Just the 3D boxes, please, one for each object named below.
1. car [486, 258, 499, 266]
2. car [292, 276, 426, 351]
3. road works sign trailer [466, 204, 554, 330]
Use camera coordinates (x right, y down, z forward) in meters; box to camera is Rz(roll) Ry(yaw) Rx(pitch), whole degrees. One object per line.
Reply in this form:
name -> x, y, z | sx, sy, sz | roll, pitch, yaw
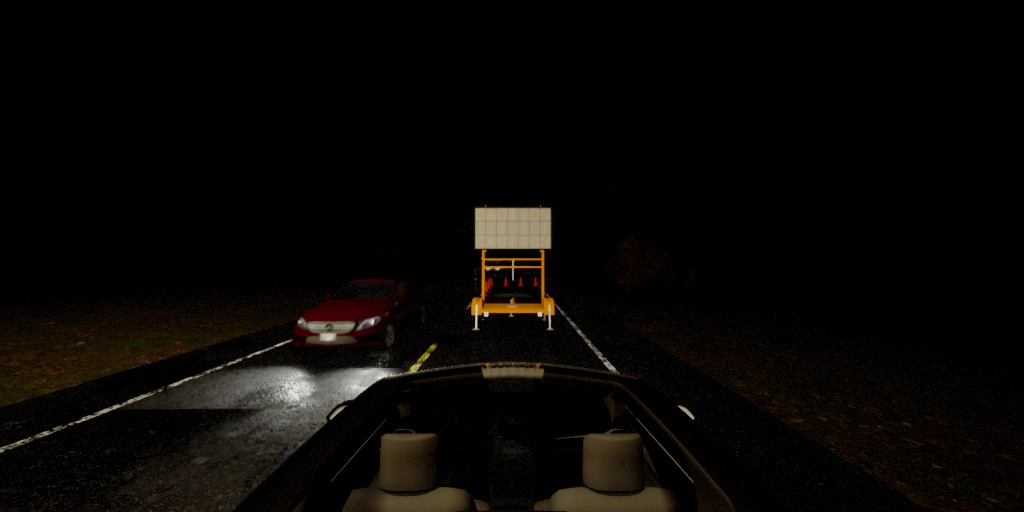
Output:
car -> -3.278, 1.141, 61.628 | 2.097, 1.767, 4.553 | 0, 0, 0
car -> -3.473, 1.276, 9.114 | 1.812, 1.442, 4.674 | 0, 0, 0
road works sign trailer -> 0.034, 0.215, 11.107 | 2.380, 3.560, 2.880 | 0, 0, 0
